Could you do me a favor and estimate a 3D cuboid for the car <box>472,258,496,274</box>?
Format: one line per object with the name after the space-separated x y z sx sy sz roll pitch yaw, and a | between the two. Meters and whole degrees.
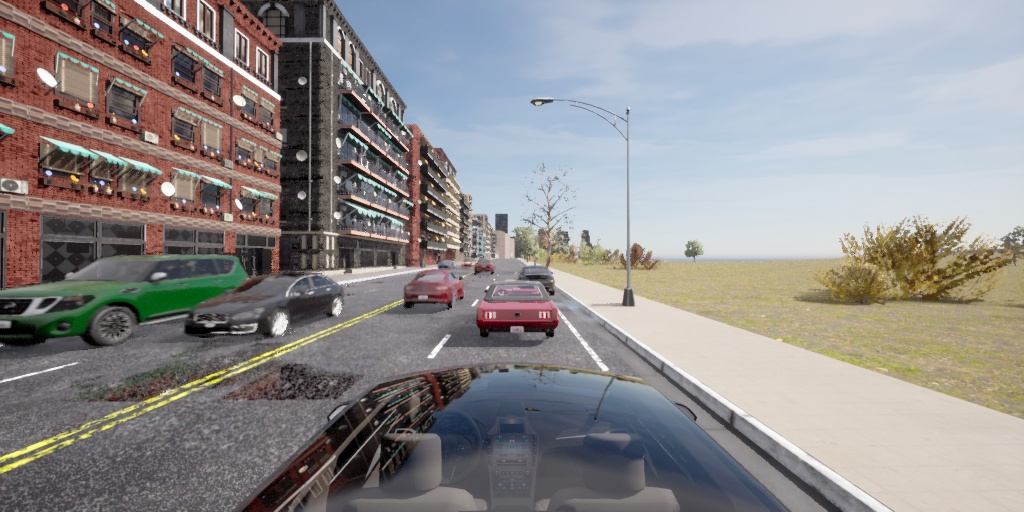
-2.976 1.104 40.400 2.097 1.767 4.553 0 0 0 | car

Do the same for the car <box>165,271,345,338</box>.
-6.565 1.256 10.230 1.837 1.490 4.892 0 0 0 | car

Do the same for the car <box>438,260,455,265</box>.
-9.618 1.298 52.835 2.033 1.411 5.357 0 0 0 | car

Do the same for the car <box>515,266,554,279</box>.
1.215 1.257 19.424 1.837 1.490 4.892 0 0 0 | car

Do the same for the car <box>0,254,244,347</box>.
-9.815 0.972 9.678 2.150 2.045 5.566 0 0 0 | car

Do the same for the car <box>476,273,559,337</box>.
0.136 1.352 10.224 1.895 1.301 4.718 0 0 0 | car

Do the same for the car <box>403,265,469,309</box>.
-3.095 1.277 14.833 1.812 1.442 4.674 0 0 0 | car

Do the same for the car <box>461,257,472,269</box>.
-6.361 1.102 53.507 2.097 1.767 4.553 0 0 0 | car
